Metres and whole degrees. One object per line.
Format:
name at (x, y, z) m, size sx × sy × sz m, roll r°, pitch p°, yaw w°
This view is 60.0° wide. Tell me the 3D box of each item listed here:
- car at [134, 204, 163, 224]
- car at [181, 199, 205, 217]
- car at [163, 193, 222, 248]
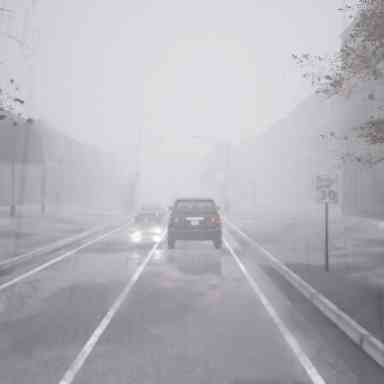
car at (-3.094, 1.606, 24.800) m, size 1.895 × 1.301 × 4.718 m, roll 0°, pitch 0°, yaw 0°
car at (0.107, 1.496, 32.197) m, size 2.128 × 1.511 × 4.902 m, roll 0°, pitch 0°, yaw 0°
car at (0.103, 1.224, 14.968) m, size 2.150 × 2.045 × 5.566 m, roll 0°, pitch 0°, yaw 0°
